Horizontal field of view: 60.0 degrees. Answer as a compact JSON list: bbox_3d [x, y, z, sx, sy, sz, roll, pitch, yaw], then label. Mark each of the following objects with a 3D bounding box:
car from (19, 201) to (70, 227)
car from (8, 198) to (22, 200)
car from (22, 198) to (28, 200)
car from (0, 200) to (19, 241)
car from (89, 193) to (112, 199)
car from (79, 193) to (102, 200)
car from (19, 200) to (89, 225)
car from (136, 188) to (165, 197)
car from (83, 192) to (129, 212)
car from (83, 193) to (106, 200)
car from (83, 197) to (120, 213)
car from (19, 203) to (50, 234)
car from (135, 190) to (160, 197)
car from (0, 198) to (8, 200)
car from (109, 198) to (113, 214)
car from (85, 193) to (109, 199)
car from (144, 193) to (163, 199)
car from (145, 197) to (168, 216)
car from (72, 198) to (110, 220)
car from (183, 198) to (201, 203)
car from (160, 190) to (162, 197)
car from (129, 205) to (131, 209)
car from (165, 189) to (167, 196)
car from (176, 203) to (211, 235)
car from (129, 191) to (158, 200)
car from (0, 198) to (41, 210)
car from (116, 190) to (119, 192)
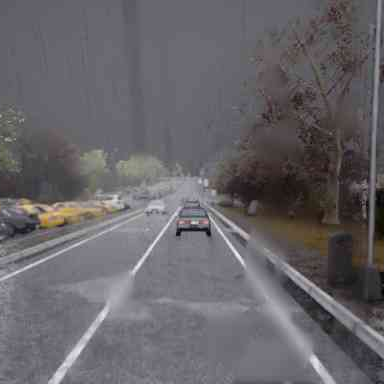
[{"bbox_3d":[-10.405,1.474,19.599,5.366,1.575,1.946,0,0,0],"label":"car"},{"bbox_3d":[-23.226,1.623,39.065,4.792,1.488,2.163,0,0,0],"label":"car"},{"bbox_3d":[-23.281,1.485,41.712,4.553,1.767,2.185,0,0,0],"label":"car"},{"bbox_3d":[-10.264,1.345,14.052,4.553,1.767,2.185,0,0,0],"label":"car"},{"bbox_3d":[-23.588,0.951,85.535,5.366,1.575,1.946,0,1,0],"label":"car"},{"bbox_3d":[-23.431,1.053,77.035,4.674,1.452,2.002,0,0,0],"label":"car"},{"bbox_3d":[-10.028,1.485,22.251,5.366,1.575,1.946,0,0,0],"label":"car"},{"bbox_3d":[-10.359,0.732,82.760,5.566,2.045,2.435,0,1,0],"label":"car"},{"bbox_3d":[-10.210,1.325,36.255,5.566,2.045,2.435,0,0,0],"label":"car"},{"bbox_3d":[-23.448,1.032,79.947,4.792,1.488,2.163,0,0,0],"label":"car"},{"bbox_3d":[-10.374,1.555,33.477,5.366,1.575,1.946,0,0,0],"label":"car"},{"bbox_3d":[-10.220,1.472,16.831,4.892,1.521,2.231,0,0,0],"label":"car"},{"bbox_3d":[-10.379,0.888,77.189,4.553,1.767,2.185,0,0,0],"label":"car"},{"bbox_3d":[-23.259,1.616,36.295,4.674,1.452,2.002,0,0,0],"label":"car"},{"bbox_3d":[-10.201,1.542,30.700,4.892,1.521,2.231,0,0,0],"label":"car"},{"bbox_3d":[-23.596,0.980,82.740,5.366,1.575,1.946,0,1,0],"label":"car"},{"bbox_3d":[-10.285,0.945,88.331,4.792,1.488,2.163,0,1,0],"label":"car"},{"bbox_3d":[-3.419,1.527,32.760,1.812,1.442,4.674,0,0,0],"label":"car"},{"bbox_3d":[-10.015,1.519,27.924,5.366,1.575,1.946,0,0,0],"label":"car"},{"bbox_3d":[-0.007,1.501,39.326,2.128,1.511,4.902,0,0,0],"label":"car"},{"bbox_3d":[-10.334,1.004,79.968,5.008,1.535,2.097,0,1,0],"label":"car"},{"bbox_3d":[-10.181,1.594,39.029,5.008,1.535,2.097,0,0,0],"label":"car"},{"bbox_3d":[-10.265,0.676,93.908,4.553,1.767,2.185,0,1,0],"label":"car"},{"bbox_3d":[0.076,1.537,18.594,2.033,1.411,5.357,0,0,0],"label":"car"},{"bbox_3d":[-10.336,1.049,71.619,4.792,1.488,2.163,0,0,0],"label":"car"},{"bbox_3d":[-23.238,1.628,44.482,5.008,1.535,2.097,0,0,0],"label":"car"},{"bbox_3d":[-23.380,0.864,90.981,5.008,1.535,2.097,0,1,0],"label":"car"}]
